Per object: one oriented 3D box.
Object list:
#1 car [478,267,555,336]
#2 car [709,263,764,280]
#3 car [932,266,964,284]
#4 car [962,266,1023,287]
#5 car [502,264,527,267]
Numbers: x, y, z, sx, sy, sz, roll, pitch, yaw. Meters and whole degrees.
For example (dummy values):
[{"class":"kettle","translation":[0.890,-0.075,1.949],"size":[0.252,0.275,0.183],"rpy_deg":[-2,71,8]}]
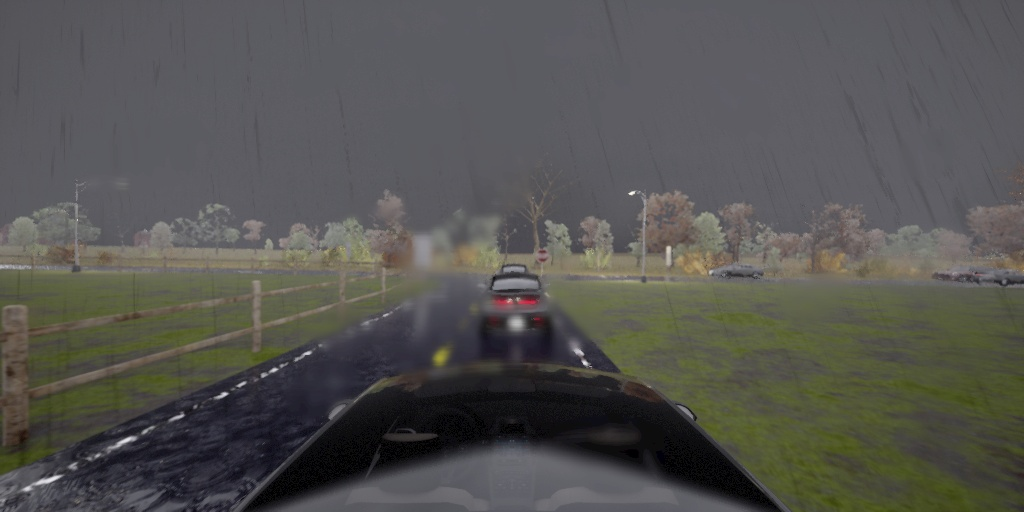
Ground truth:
[{"class":"car","translation":[0.101,1.213,10.193],"size":[1.837,1.490,4.892],"rpy_deg":[0,0,0]},{"class":"car","translation":[21.838,1.481,34.982],"size":[4.902,1.511,2.128],"rpy_deg":[1,1,0]},{"class":"car","translation":[44.078,1.730,34.887],"size":[4.553,1.767,2.097],"rpy_deg":[1,1,1]},{"class":"car","translation":[44.325,1.931,32.044],"size":[4.902,1.511,2.128],"rpy_deg":[1,1,1]},{"class":"car","translation":[0.146,1.171,19.357],"size":[1.837,1.490,4.892],"rpy_deg":[0,0,2]}]
